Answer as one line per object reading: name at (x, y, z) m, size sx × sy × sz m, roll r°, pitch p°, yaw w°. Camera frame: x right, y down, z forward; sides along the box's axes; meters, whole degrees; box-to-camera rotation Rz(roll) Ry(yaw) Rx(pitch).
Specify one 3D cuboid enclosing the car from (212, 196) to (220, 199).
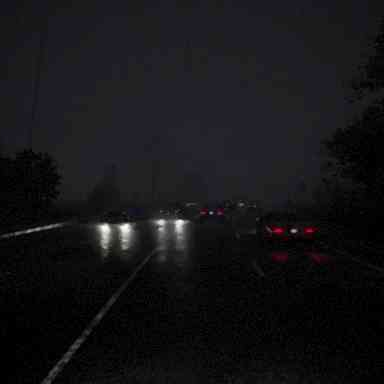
car at (5.253, 1.534, 66.759) m, size 1.837 × 1.490 × 4.892 m, roll 0°, pitch 0°, yaw 22°

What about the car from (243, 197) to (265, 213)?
car at (7.260, 1.584, 37.998) m, size 2.033 × 1.411 × 5.357 m, roll 0°, pitch 0°, yaw 12°

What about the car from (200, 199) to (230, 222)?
car at (1.712, 1.566, 26.414) m, size 2.033 × 1.411 × 5.357 m, roll 0°, pitch 0°, yaw 7°

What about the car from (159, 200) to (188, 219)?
car at (-1.564, 1.520, 29.415) m, size 1.837 × 1.490 × 4.892 m, roll 0°, pitch 0°, yaw 9°

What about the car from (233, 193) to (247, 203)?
car at (9.791, 1.268, 68.480) m, size 2.150 × 2.045 × 5.566 m, roll 0°, pitch 0°, yaw 24°

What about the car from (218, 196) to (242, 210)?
car at (4.853, 1.597, 42.757) m, size 1.994 × 1.385 × 4.181 m, roll 0°, pitch 0°, yaw 14°

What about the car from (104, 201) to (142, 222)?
car at (-5.453, 1.485, 26.817) m, size 1.882 × 1.535 × 5.008 m, roll 0°, pitch 0°, yaw 7°

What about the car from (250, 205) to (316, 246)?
car at (4.133, 1.562, 15.409) m, size 2.033 × 1.411 × 5.357 m, roll 0°, pitch 0°, yaw 4°
